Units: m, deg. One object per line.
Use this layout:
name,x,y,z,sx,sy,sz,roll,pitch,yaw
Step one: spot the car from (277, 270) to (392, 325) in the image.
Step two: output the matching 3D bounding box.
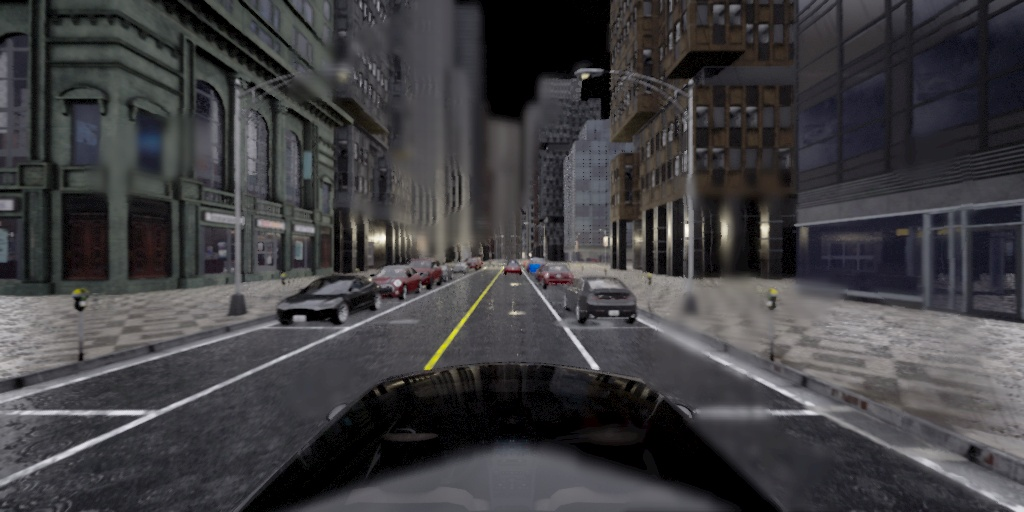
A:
car,-5.763,1.326,11.904,1.948,1.339,4.313,0,0,0

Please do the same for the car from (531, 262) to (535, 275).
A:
car,2.762,1.358,28.736,1.802,1.307,4.207,0,0,0

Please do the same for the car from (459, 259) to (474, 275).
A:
car,-5.763,1.342,39.951,2.007,1.370,4.403,0,0,0

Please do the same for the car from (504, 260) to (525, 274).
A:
car,0.101,1.358,41.551,1.994,1.385,4.181,0,0,0

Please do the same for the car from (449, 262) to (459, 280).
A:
car,-5.763,1.327,28.732,2.007,1.370,4.403,0,0,0

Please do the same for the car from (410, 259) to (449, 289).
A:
car,-5.763,1.085,23.123,2.192,1.841,5.009,0,0,0

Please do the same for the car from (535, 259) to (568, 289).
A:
car,2.762,1.210,23.128,1.967,1.591,4.097,0,0,0

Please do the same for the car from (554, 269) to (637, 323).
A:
car,2.762,1.310,11.909,2.007,1.370,4.403,0,0,0

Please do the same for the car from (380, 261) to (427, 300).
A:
car,-5.763,1.205,17.514,1.967,1.591,4.097,0,0,0

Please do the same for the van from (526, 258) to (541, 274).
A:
van,2.762,1.132,39.955,1.690,1.789,3.998,0,0,0

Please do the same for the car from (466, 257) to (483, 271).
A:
car,-5.763,1.126,51.169,2.192,1.841,5.009,0,0,0
